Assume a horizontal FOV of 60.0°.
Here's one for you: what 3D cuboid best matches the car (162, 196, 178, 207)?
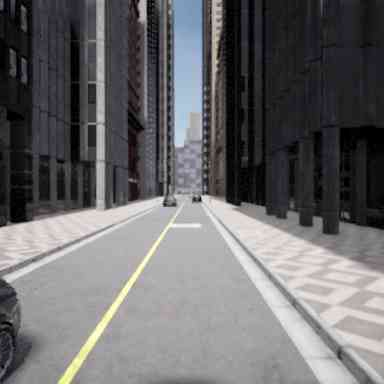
[{"bbox_3d":[-3.049,1.310,46.517,1.882,1.535,5.008,0,0,0],"label":"car"}]

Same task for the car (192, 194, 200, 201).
[{"bbox_3d":[0.941,1.249,77.917,1.837,1.490,4.892,0,0,0],"label":"car"}]

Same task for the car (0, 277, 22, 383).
[{"bbox_3d":[-3.100,1.516,2.542,1.812,1.442,4.674,0,0,0],"label":"car"}]

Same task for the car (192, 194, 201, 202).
[{"bbox_3d":[0.939,1.283,71.917,1.812,1.442,4.674,0,0,0],"label":"car"}]

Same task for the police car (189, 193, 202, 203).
[{"bbox_3d":[0.933,1.208,62.026,1.930,1.638,5.238,0,0,0],"label":"police car"}]
